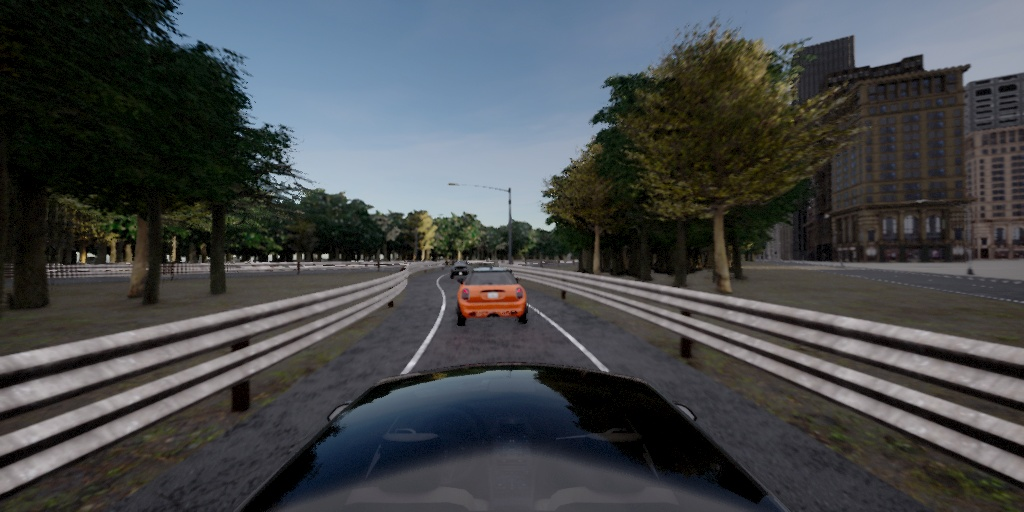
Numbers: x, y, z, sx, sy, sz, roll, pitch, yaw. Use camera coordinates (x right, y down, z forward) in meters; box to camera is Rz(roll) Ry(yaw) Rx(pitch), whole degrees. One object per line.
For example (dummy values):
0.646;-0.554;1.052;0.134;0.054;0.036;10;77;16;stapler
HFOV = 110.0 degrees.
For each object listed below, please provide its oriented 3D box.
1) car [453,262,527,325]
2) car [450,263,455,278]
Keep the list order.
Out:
-0.808;1.170;12.459;2.097;1.767;4.553;0;0;-7;car
-5.137;1.363;36.098;1.837;1.490;4.892;-1;1;-7;car
